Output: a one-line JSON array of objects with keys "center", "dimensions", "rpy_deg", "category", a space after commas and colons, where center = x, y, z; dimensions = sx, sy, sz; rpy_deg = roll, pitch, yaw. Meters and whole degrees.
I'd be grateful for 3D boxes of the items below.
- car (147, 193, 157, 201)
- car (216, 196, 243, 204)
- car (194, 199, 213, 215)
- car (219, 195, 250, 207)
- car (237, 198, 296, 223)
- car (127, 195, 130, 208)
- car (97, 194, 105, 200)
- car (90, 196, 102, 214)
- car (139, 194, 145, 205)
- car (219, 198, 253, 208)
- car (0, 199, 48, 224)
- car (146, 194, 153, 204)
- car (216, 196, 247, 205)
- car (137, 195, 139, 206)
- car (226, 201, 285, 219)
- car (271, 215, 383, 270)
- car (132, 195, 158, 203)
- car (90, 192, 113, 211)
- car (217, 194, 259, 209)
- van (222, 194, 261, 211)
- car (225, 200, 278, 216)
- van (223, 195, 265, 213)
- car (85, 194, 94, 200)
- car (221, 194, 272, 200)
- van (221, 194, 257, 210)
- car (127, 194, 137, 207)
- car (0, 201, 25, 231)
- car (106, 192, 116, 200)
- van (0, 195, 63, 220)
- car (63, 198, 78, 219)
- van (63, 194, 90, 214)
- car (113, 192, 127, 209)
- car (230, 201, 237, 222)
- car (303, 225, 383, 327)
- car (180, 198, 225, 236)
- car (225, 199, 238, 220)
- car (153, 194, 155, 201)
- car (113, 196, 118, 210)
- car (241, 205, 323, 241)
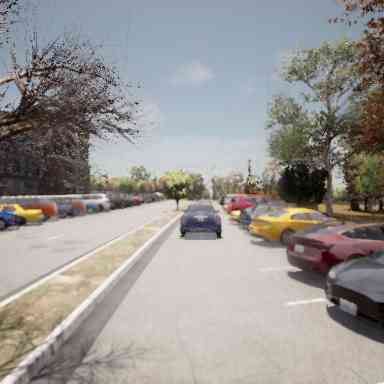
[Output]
[{"center": [-10.454, 1.358, 70.753], "dimensions": [5.566, 2.045, 2.435], "rpy_deg": [-1, 0, -17], "category": "car"}, {"center": [7.535, 1.615, 66.947], "dimensions": [4.892, 1.521, 2.231], "rpy_deg": [1, 0, -17], "category": "car"}, {"center": [1.304, 1.551, 36.660], "dimensions": [1.882, 1.535, 5.008], "rpy_deg": [0, 0, 3], "category": "car"}, {"center": [6.850, 1.463, 53.805], "dimensions": [4.553, 1.767, 2.185], "rpy_deg": [1, 0, -17], "category": "car"}, {"center": [5.166, 1.395, 18.146], "dimensions": [4.553, 1.767, 2.185], "rpy_deg": [1, 0, -18], "category": "car"}, {"center": [-11.652, 1.599, 46.720], "dimensions": [4.792, 1.488, 2.163], "rpy_deg": [-1, 0, -17], "category": "car"}, {"center": [-25.087, 1.381, 91.173], "dimensions": [2.002, 1.452, 4.674], "rpy_deg": [1, -1, -16], "category": "car"}, {"center": [-12.280, 1.545, 34.703], "dimensions": [5.008, 1.535, 2.097], "rpy_deg": [-1, 0, -17], "category": "car"}, {"center": [-11.205, 1.337, 55.731], "dimensions": [5.566, 2.045, 2.435], "rpy_deg": [-1, 0, -17], "category": "car"}, {"center": [6.734, 1.623, 50.835], "dimensions": [4.674, 1.452, 2.002], "rpy_deg": [1, 0, -17], "category": "car"}, {"center": [-13.027, 1.518, 22.609], "dimensions": [5.366, 1.575, 1.946], "rpy_deg": [-1, 0, -18], "category": "car"}, {"center": [-10.755, 1.608, 64.734], "dimensions": [5.008, 1.535, 2.097], "rpy_deg": [-1, 0, -17], "category": "car"}, {"center": [7.545, 1.607, 63.618], "dimensions": [5.366, 1.575, 1.946], "rpy_deg": [1, 0, -17], "category": "car"}, {"center": [-11.352, 1.611, 52.724], "dimensions": [4.792, 1.488, 2.163], "rpy_deg": [-1, 0, -17], "category": "car"}, {"center": [5.686, 1.572, 30.014], "dimensions": [4.792, 1.488, 2.163], "rpy_deg": [1, 0, -17], "category": "car"}, {"center": [4.966, 1.535, 9.280], "dimensions": [4.792, 1.488, 2.163], "rpy_deg": [1, 0, -19], "category": "car"}, {"center": [-10.441, 1.600, 73.731], "dimensions": [5.366, 1.575, 1.946], "rpy_deg": [-1, 0, -17], "category": "car"}, {"center": [-12.156, 1.300, 37.692], "dimensions": [5.566, 2.045, 2.435], "rpy_deg": [-1, 0, -17], "category": "car"}, {"center": [6.615, 1.326, 47.876], "dimensions": [5.566, 2.045, 2.435], "rpy_deg": [1, 0, -17], "category": "car"}, {"center": [6.186, 1.338, 41.881], "dimensions": [4.442, 1.987, 1.878], "rpy_deg": [1, 0, -17], "category": "van"}, {"center": [5.884, 1.578, 33.011], "dimensions": [4.792, 1.488, 2.163], "rpy_deg": [1, 0, -17], "category": "car"}, {"center": [6.041, 1.333, 38.906], "dimensions": [4.442, 1.987, 1.878], "rpy_deg": [1, 0, -17], "category": "van"}, {"center": [-28.039, 1.346, 91.356], "dimensions": [2.231, 1.521, 4.892], "rpy_deg": [0, -1, -16], "category": "car"}, {"center": [5.599, 1.286, 27.067], "dimensions": [5.566, 2.045, 2.435], "rpy_deg": [1, 0, -17], "category": "car"}, {"center": [6.330, 1.344, 44.855], "dimensions": [4.442, 1.987, 1.878], "rpy_deg": [1, 0, -17], "category": "van"}, {"center": [-11.508, 1.324, 49.725], "dimensions": [5.566, 2.045, 2.435], "rpy_deg": [-1, 0, -17], "category": "car"}, {"center": [-12.988, 1.512, 19.660], "dimensions": [5.008, 1.535, 2.097], "rpy_deg": [-1, 0, -18], "category": "car"}, {"center": [-22.118, 1.086, 90.967], "dimensions": [2.435, 2.045, 5.566], "rpy_deg": [1, -1, -16], "category": "car"}, {"center": [-12.608, 1.298, 25.720], "dimensions": [4.442, 1.987, 1.878], "rpy_deg": [-1, 0, -17], "category": "van"}, {"center": [-12.600, 1.562, 28.678], "dimensions": [4.792, 1.488, 2.163], "rpy_deg": [-1, 0, -17], "category": "car"}, {"center": [-12.320, 1.311, 31.738], "dimensions": [4.442, 1.987, 1.878], "rpy_deg": [-1, 0, -17], "category": "van"}, {"center": [-11.857, 1.312, 43.693], "dimensions": [5.566, 2.045, 2.435], "rpy_deg": [-1, 0, -17], "category": "car"}, {"center": [5.303, 1.527, 21.120], "dimensions": [4.892, 1.521, 2.231], "rpy_deg": [1, 0, -18], "category": "car"}, {"center": [4.854, 1.528, 6.288], "dimensions": [4.792, 1.488, 2.163], "rpy_deg": [1, 0, -19], "category": "car"}, {"center": [0.508, 1.390, 18.628], "dimensions": [2.097, 1.767, 4.553], "rpy_deg": [0, 0, 2], "category": "car"}, {"center": [5.260, 1.526, 24.026], "dimensions": [5.366, 1.575, 1.946], "rpy_deg": [1, 0, -17], "category": "car"}, {"center": [-10.588, 1.651, 67.755], "dimensions": [4.674, 1.452, 2.002], "rpy_deg": [-1, 0, -17], "category": "car"}, {"center": [-11.982, 1.557, 40.706], "dimensions": [5.008, 1.535, 2.097], "rpy_deg": [-1, 0, -17], "category": "car"}, {"center": [5.084, 1.515, 15.190], "dimensions": [5.008, 1.535, 2.097], "rpy_deg": [1, 0, -18], "category": "car"}]
